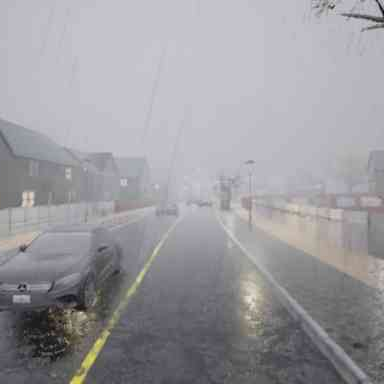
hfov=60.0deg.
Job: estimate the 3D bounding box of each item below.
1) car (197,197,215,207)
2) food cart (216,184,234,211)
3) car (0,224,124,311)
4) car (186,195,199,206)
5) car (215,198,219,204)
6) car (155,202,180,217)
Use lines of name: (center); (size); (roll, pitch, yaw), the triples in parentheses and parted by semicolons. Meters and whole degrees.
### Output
car: (2.312, 1.834, 54.170); (1.895, 1.301, 4.718); (0, 0, 7)
food cart: (4.523, 0.657, 45.987); (2.280, 3.560, 4.660); (1, 1, 5)
car: (-2.855, 1.547, 7.916); (1.812, 1.442, 4.674); (0, 0, 0)
car: (0.276, 1.496, 60.056); (2.150, 2.045, 5.566); (0, 0, 8)
car: (4.055, 1.776, 66.766); (1.882, 1.535, 5.008); (0, 0, 16)
car: (-2.288, 1.686, 32.116); (1.994, 1.385, 4.181); (0, 0, 3)
